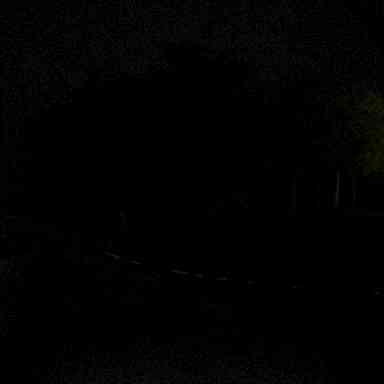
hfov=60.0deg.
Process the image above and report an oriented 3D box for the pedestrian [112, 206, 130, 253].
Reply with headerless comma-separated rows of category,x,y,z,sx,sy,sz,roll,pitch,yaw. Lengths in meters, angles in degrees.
pedestrian,-2.590,1.343,12.311,0.375,1.860,0.375,-2,3,-38
